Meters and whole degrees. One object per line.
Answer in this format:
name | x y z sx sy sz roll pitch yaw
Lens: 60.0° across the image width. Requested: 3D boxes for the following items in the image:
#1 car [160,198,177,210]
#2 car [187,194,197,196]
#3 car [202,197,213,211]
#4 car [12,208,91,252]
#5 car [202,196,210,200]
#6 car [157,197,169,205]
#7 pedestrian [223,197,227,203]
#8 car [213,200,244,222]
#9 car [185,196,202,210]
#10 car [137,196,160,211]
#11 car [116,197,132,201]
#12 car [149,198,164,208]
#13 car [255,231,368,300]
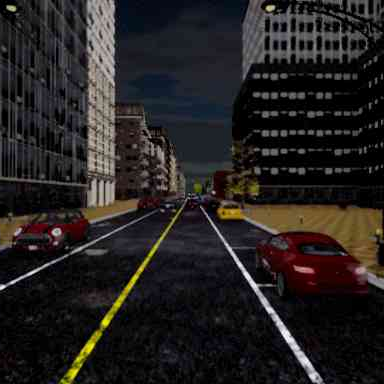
car | -3.084 1.627 45.155 2.128 1.511 4.902 0 0 0
car | 0.000 1.408 59.240 2.150 2.045 5.566 0 0 0
car | 2.661 1.691 42.304 1.947 1.339 4.313 0 0 0
car | -5.685 1.479 13.886 1.967 1.590 4.097 0 0 0
car | 2.661 1.769 59.371 1.802 1.307 4.206 0 0 0
car | -5.687 1.775 65.086 1.947 1.339 4.313 0 0 0
pedestrian | 3.000 1.379 29.934 0.375 1.860 0.375 0 0 0
car | 3.000 1.532 26.937 1.801 1.575 5.366 0 0 0
car | 0.038 1.637 44.169 1.837 1.490 4.892 0 0 1
car | -5.685 1.441 42.331 2.192 1.841 5.009 0 0 0
car | -17.466 1.817 85.872 4.206 1.307 1.802 0 -1 0
car | -5.687 1.711 53.709 1.887 1.381 4.507 0 0 0
car | 2.677 1.605 8.170 1.802 1.307 4.206 0 0 0
